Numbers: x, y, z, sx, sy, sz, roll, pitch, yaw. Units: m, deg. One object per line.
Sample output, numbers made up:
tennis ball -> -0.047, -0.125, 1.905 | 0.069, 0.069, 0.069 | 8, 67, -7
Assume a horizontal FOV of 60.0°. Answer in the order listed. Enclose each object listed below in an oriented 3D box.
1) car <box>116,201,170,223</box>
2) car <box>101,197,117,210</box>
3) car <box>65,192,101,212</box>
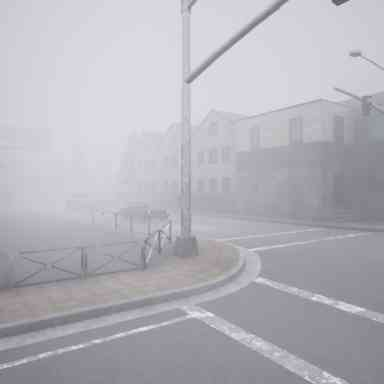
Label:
car -> -3.483, 1.425, 24.116 | 1.895, 1.301, 4.718 | 0, 0, -35
car -> -10.516, 1.328, 40.428 | 1.837, 1.490, 4.892 | 0, 0, -35
car -> -12.216, 1.043, 36.474 | 2.150, 2.045, 5.566 | 0, 0, -35
